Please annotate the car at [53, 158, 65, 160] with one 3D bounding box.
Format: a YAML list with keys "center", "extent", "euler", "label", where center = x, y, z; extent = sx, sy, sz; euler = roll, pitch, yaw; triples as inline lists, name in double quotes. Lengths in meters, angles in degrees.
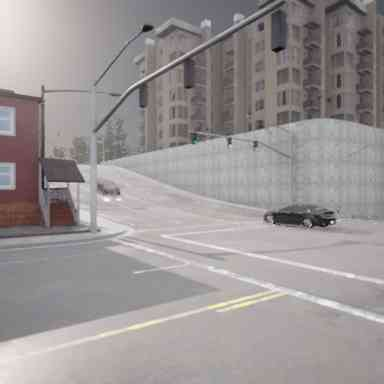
- center: [-22.370, -5.070, 56.134]
  extent: [2.033, 1.411, 5.357]
  euler: [0, 10, -36]
  label: "car"

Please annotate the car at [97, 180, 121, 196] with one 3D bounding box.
- center: [-9.832, -0.567, 38.546]
  extent: [1.812, 1.442, 4.674]
  euler: [0, 11, -36]
  label: "car"

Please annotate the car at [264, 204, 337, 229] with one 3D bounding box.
- center: [6.842, 1.521, 21.553]
  extent: [1.837, 1.490, 4.892]
  euler: [0, 0, -36]
  label: "car"
